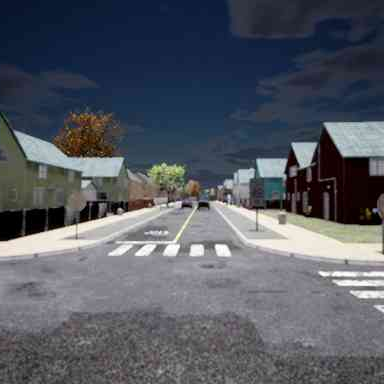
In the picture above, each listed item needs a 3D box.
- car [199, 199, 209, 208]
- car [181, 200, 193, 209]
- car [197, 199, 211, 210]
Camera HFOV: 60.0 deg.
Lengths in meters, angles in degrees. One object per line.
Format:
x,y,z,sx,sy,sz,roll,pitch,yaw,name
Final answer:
2.161,2.076,61.409,1.812,1.442,4.674,0,-1,2,car
-0.792,2.031,55.677,2.033,1.411,5.357,0,-1,2,car
1.794,1.931,50.996,1.837,1.490,4.892,0,-1,2,car
